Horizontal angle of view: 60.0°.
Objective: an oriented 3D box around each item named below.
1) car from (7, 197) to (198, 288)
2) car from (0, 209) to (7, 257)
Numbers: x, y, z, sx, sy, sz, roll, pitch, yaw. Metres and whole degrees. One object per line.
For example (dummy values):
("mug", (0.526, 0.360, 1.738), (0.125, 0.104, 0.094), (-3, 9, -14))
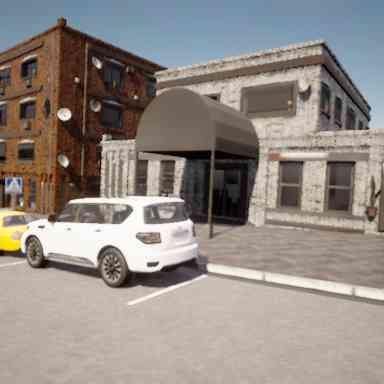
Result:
("car", (-2.443, 1.172, 9.263), (5.566, 2.045, 2.435), (0, 0, 35))
("car", (-7.171, 1.420, 12.639), (5.366, 1.575, 1.946), (0, 0, 36))
